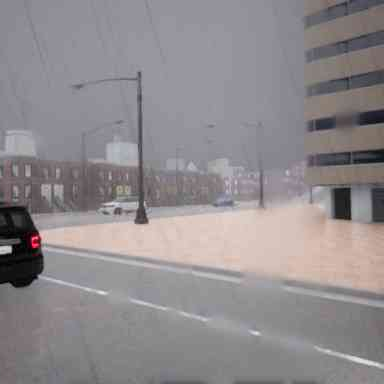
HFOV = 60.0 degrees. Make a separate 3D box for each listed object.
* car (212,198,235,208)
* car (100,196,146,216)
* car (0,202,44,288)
[{"bbox_3d":[5.092,1.774,54.291,1.882,1.535,5.008,-1,-1,37],"label":"car"},{"bbox_3d":[-7.651,1.530,37.318,2.150,2.045,5.566,-1,-1,37],"label":"car"},{"bbox_3d":[-5.900,1.266,8.148,5.566,2.045,2.150,0,0,36],"label":"car"}]
